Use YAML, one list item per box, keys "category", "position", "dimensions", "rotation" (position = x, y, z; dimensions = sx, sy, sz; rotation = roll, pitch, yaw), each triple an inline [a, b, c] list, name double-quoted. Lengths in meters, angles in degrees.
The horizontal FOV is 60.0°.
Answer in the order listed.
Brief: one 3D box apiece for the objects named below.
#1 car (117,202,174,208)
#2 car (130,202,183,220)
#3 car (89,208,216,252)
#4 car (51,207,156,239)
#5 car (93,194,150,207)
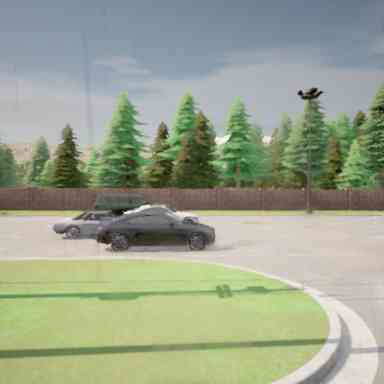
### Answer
- category: "car"
  position: [-1.920, 1.501, 20.158]
  dimensions: [4.674, 1.442, 1.812]
  rotation: [0, 0, -4]
- category: "car"
  position: [-2.849, 1.530, 27.095]
  dimensions: [4.181, 1.385, 1.994]
  rotation: [0, 0, -4]
- category: "car"
  position: [-1.402, 1.509, 13.177]
  dimensions: [4.674, 1.442, 1.812]
  rotation: [0, 0, -4]
- category: "car"
  position: [-4.253, 1.568, 16.462]
  dimensions: [4.718, 1.301, 1.895]
  rotation: [0, 0, -4]
- category: "car"
  position: [-4.129, 1.184, 23.490]
  dimensions: [5.566, 2.045, 2.150]
  rotation: [0, 0, -4]
